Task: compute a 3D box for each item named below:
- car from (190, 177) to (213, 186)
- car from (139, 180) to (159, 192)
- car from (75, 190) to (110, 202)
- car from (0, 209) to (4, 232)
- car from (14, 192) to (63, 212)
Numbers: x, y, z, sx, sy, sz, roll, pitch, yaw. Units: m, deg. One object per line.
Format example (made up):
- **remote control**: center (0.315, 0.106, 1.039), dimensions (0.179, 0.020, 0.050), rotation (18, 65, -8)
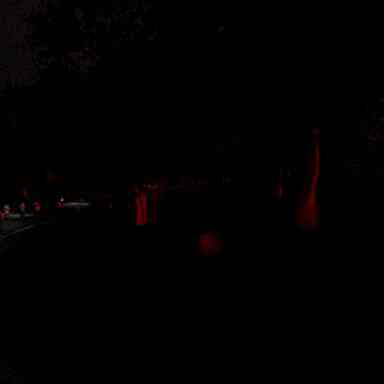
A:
- **car**: center (1.646, -1.875, 60.920), dimensions (2.033, 1.411, 5.357), rotation (0, 5, 23)
- **car**: center (-6.812, -0.974, 49.788), dimensions (2.097, 1.767, 4.553), rotation (0, 5, 22)
- **car**: center (-11.015, 0.244, 37.938), dimensions (2.033, 1.411, 5.357), rotation (0, 5, 17)
- **car**: center (-10.442, 1.098, 15.049), dimensions (2.150, 2.045, 5.566), rotation (0, 2, -14)
- **car**: center (-13.311, 0.826, 29.141), dimensions (1.837, 1.490, 4.892), rotation (0, 3, 13)
